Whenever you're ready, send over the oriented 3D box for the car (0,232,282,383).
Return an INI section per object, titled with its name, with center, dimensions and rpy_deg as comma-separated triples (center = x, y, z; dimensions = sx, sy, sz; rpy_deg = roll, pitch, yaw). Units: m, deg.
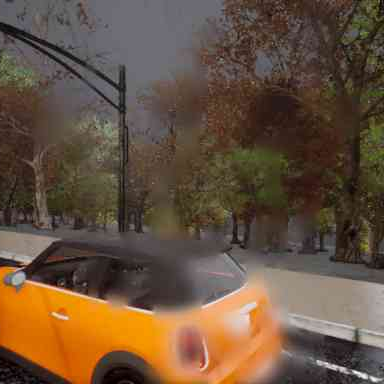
[car]
center = -1.223, 1.351, 4.569
dimensions = 4.553, 1.767, 2.097
rpy_deg = 0, 0, 36
